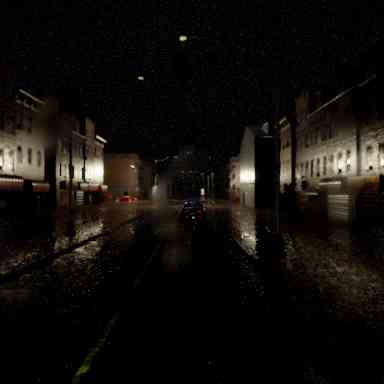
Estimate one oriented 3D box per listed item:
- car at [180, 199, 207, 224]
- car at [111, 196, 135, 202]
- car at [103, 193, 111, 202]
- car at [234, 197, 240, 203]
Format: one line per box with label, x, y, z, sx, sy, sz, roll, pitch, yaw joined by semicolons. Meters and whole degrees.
car;0.104;1.499;24.736;2.128;1.511;4.902;0;0;0
car;-14.679;1.491;72.802;4.507;1.381;1.887;0;-1;0
car;-20.111;1.224;72.796;5.009;1.841;2.192;0;-1;0
car;11.732;1.454;72.843;5.009;1.841;2.192;0;-1;0
